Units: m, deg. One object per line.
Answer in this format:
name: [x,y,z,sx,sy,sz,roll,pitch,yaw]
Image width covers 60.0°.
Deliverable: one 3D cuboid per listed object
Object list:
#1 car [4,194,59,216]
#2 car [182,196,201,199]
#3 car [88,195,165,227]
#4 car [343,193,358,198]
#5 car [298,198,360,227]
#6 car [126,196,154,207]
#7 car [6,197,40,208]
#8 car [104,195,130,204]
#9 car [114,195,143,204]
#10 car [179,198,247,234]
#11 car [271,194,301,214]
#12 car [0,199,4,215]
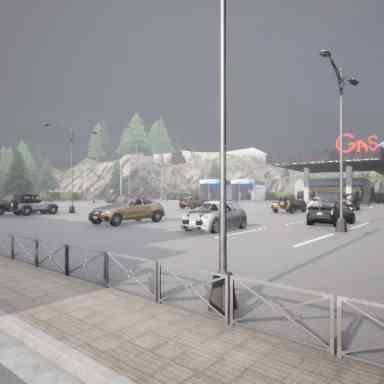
car: [-13.842,1.092,29.166,1.905,1.878,3.866,0,0,39]
car: [0.353,1.313,40.915,2.007,1.523,4.514,0,0,39]
car: [-3.971,1.169,21.026,2.152,1.636,5.027,0,0,39]
car: [17.052,1.092,36.420,1.905,1.878,3.866,0,0,39]
car: [8.496,1.313,20.301,2.007,1.523,4.514,0,0,39]
car: [-7.330,1.335,47.305,1.845,1.501,3.633,0,0,39]
car: [-23.576,1.399,46.455,1.970,1.475,3.806,0,0,39]
car: [-14.040,1.355,62.717,2.007,1.523,4.514,0,0,39]
car: [-11.587,1.346,60.762,2.152,1.636,5.027,0,0,39]
car: [1.186,1.248,17.193,1.970,1.475,3.806,0,0,39]
car: [9.510,1.113,32.441,1.932,1.855,4.605,0,0,39]
car: [-16.346,1.113,30.697,1.932,1.855,4.605,0,0,39]
